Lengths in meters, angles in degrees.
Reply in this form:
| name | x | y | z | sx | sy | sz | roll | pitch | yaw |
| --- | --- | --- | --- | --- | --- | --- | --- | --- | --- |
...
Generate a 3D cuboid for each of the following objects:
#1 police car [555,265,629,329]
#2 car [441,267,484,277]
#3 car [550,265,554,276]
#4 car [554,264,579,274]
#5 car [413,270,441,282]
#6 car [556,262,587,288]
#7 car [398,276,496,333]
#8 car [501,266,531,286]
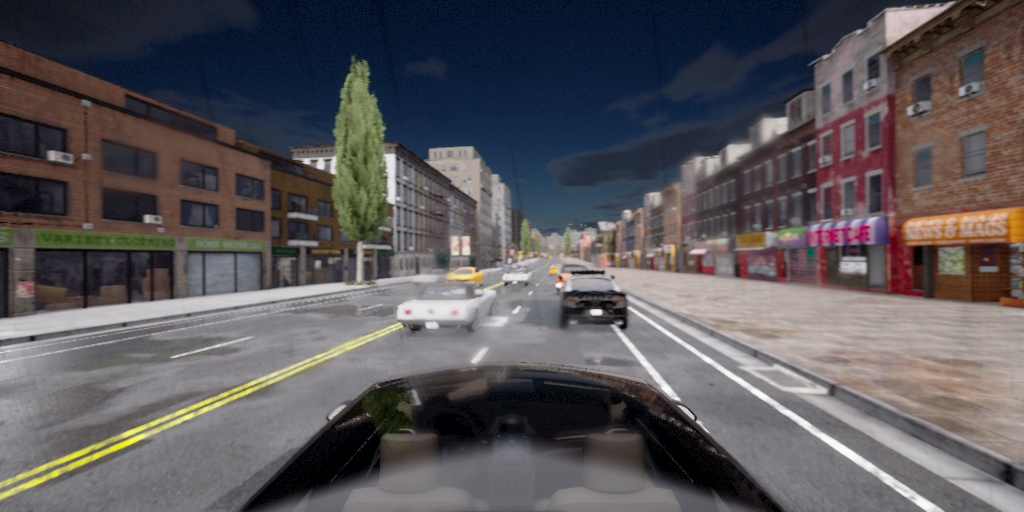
| name | x | y | z | sx | sy | sz | roll | pitch | yaw |
| --- | --- | --- | --- | --- | --- | --- | --- | --- | --- |
| police car | 2.488 | 1.270 | 11.785 | 1.930 | 1.638 | 5.238 | -1 | -1 | 7 |
| car | -3.322 | 1.572 | 26.179 | 1.882 | 1.535 | 5.008 | -1 | -1 | 7 |
| car | 5.971 | 1.817 | 46.913 | 1.882 | 1.535 | 5.008 | -1 | -1 | 7 |
| car | 3.726 | 1.304 | 21.569 | 2.097 | 1.767 | 4.553 | -1 | -1 | 7 |
| car | -6.252 | 1.766 | 28.894 | 1.895 | 1.301 | 4.718 | -1 | -1 | 7 |
| car | 4.480 | 1.379 | 27.522 | 2.097 | 1.767 | 4.553 | -1 | -1 | 7 |
| car | -1.732 | 1.487 | 11.293 | 1.895 | 1.301 | 4.718 | -1 | -1 | 7 |
| car | 0.519 | 1.695 | 29.057 | 1.895 | 1.301 | 4.718 | -1 | -1 | 7 |
